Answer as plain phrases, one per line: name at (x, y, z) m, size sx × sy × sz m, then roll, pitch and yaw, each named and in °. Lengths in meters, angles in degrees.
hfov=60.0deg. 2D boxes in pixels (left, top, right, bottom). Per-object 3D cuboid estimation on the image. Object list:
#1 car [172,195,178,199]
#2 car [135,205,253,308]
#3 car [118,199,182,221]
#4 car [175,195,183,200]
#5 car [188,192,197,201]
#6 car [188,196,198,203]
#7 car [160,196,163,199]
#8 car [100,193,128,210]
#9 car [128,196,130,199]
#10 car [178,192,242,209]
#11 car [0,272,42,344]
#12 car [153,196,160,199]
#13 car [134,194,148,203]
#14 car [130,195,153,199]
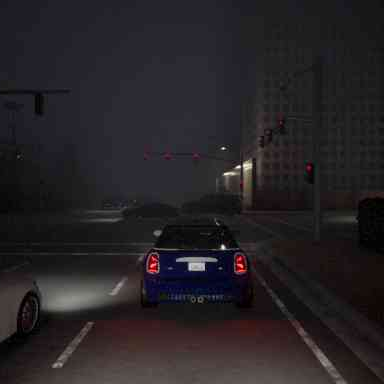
car at (-3.323, 1.469, 73.542) m, size 1.882 × 1.535 × 5.008 m, roll 0°, pitch 0°, yaw 0°
car at (0.102, 1.352, 8.070) m, size 2.097 × 1.767 × 4.553 m, roll 0°, pitch 0°, yaw 0°
car at (-3.295, 1.553, 26.945) m, size 4.674 × 1.442 × 1.812 m, roll 0°, pitch 0°, yaw 0°
car at (-3.298, 1.423, 83.794) m, size 1.895 × 1.301 × 4.718 m, roll 0°, pitch 0°, yaw 0°
car at (0.202, 1.052, 83.785) m, size 2.150 × 2.045 × 5.566 m, roll 0°, pitch 0°, yaw 0°
car at (0.176, 1.530, 73.123) m, size 2.033 × 1.411 × 5.357 m, roll 0°, pitch 0°, yaw 0°
car at (-6.870, 1.563, 67.820) m, size 1.994 × 1.385 × 4.181 m, roll 0°, pitch 0°, yaw -1°
car at (-10.484, 1.221, 44.114) m, size 2.150 × 2.045 × 5.566 m, roll 0°, pitch 0°, yaw 0°
car at (-10.455, 1.477, 53.885) m, size 1.882 × 1.535 × 5.008 m, roll 0°, pitch 0°, yaw 0°
car at (1.784, 1.252, 30.445) m, size 5.566 × 2.045 × 2.150 m, roll 0°, pitch 0°, yaw 0°
car at (-3.430, 1.526, 3.640) m, size 1.812 × 1.442 × 4.674 m, roll 0°, pitch 0°, yaw 1°
car at (-6.947, 1.505, 55.239) m, size 1.837 × 1.490 × 4.892 m, roll 0°, pitch 0°, yaw 0°
car at (-10.352, 1.352, 67.550) m, size 2.097 × 1.767 × 4.553 m, roll 0°, pitch 0°, yaw 1°
car at (-6.973, 1.526, 46.345) m, size 1.812 × 1.442 × 4.674 m, roll 0°, pitch 0°, yaw 0°
